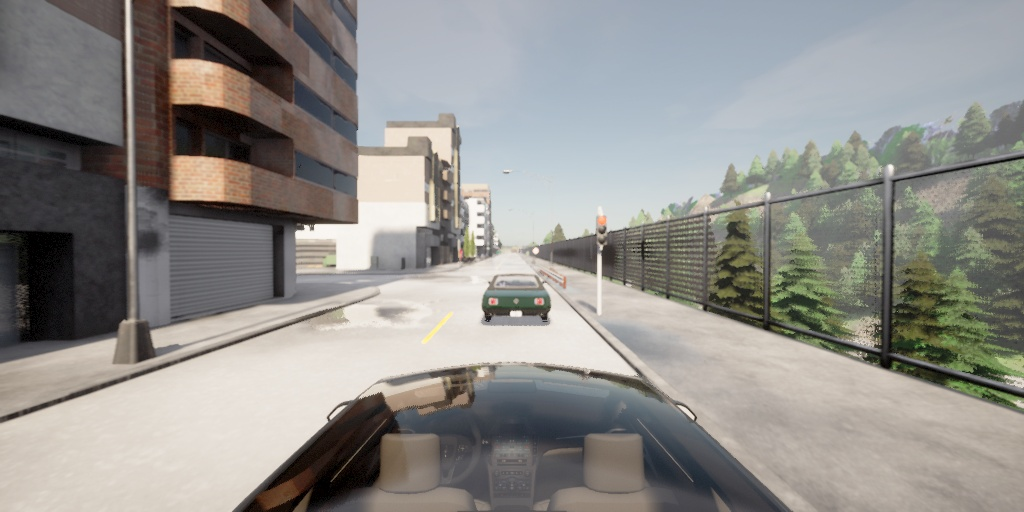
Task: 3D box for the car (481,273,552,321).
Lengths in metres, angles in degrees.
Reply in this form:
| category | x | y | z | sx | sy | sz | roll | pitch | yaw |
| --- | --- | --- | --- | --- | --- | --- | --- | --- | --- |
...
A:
| category | x | y | z | sx | sy | sz | roll | pitch | yaw |
| --- | --- | --- | --- | --- | --- | --- | --- | --- | --- |
| car | 0.133 | 1.195 | 11.649 | 1.895 | 1.301 | 4.718 | 0 | 1 | 1 |
